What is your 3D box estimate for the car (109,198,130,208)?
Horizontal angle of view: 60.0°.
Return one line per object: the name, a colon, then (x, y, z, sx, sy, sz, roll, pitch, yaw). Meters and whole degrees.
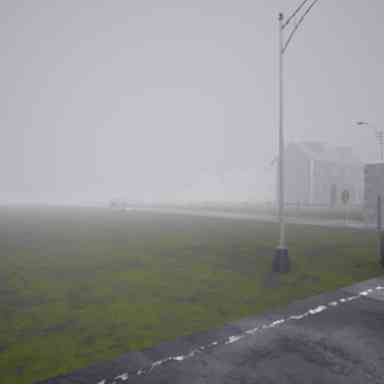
car: (-11.921, 1.706, 54.640, 2.097, 1.767, 4.553, 1, -1, -35)
